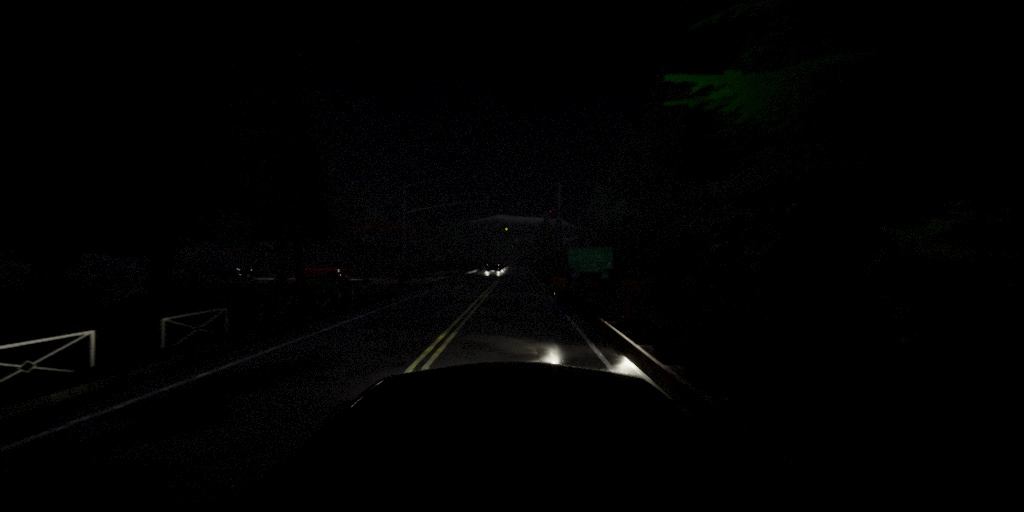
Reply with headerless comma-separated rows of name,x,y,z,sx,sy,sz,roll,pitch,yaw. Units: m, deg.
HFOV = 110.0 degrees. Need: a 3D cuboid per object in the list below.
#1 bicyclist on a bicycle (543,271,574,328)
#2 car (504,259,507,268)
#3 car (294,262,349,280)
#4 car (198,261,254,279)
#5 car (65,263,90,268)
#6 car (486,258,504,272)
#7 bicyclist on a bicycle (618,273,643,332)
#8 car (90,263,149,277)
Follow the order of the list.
bicyclist on a bicycle,1.392,1.266,10.571,0.582,1.620,1.656,0,-1,40
car,-2.445,1.663,62.360,1.895,1.301,4.718,0,0,1
car,-17.905,1.353,33.987,4.553,1.767,2.097,0,0,1
car,-27.343,1.307,34.217,4.553,1.767,2.097,0,0,2
car,-47.330,1.430,39.628,5.357,1.411,2.033,0,0,10
car,-2.674,1.366,53.127,2.097,1.767,4.553,0,0,1
bicyclist on a bicycle,3.219,1.274,9.701,0.582,1.620,1.656,0,-1,37
car,-37.407,1.433,34.708,4.674,1.442,1.812,0,0,5
